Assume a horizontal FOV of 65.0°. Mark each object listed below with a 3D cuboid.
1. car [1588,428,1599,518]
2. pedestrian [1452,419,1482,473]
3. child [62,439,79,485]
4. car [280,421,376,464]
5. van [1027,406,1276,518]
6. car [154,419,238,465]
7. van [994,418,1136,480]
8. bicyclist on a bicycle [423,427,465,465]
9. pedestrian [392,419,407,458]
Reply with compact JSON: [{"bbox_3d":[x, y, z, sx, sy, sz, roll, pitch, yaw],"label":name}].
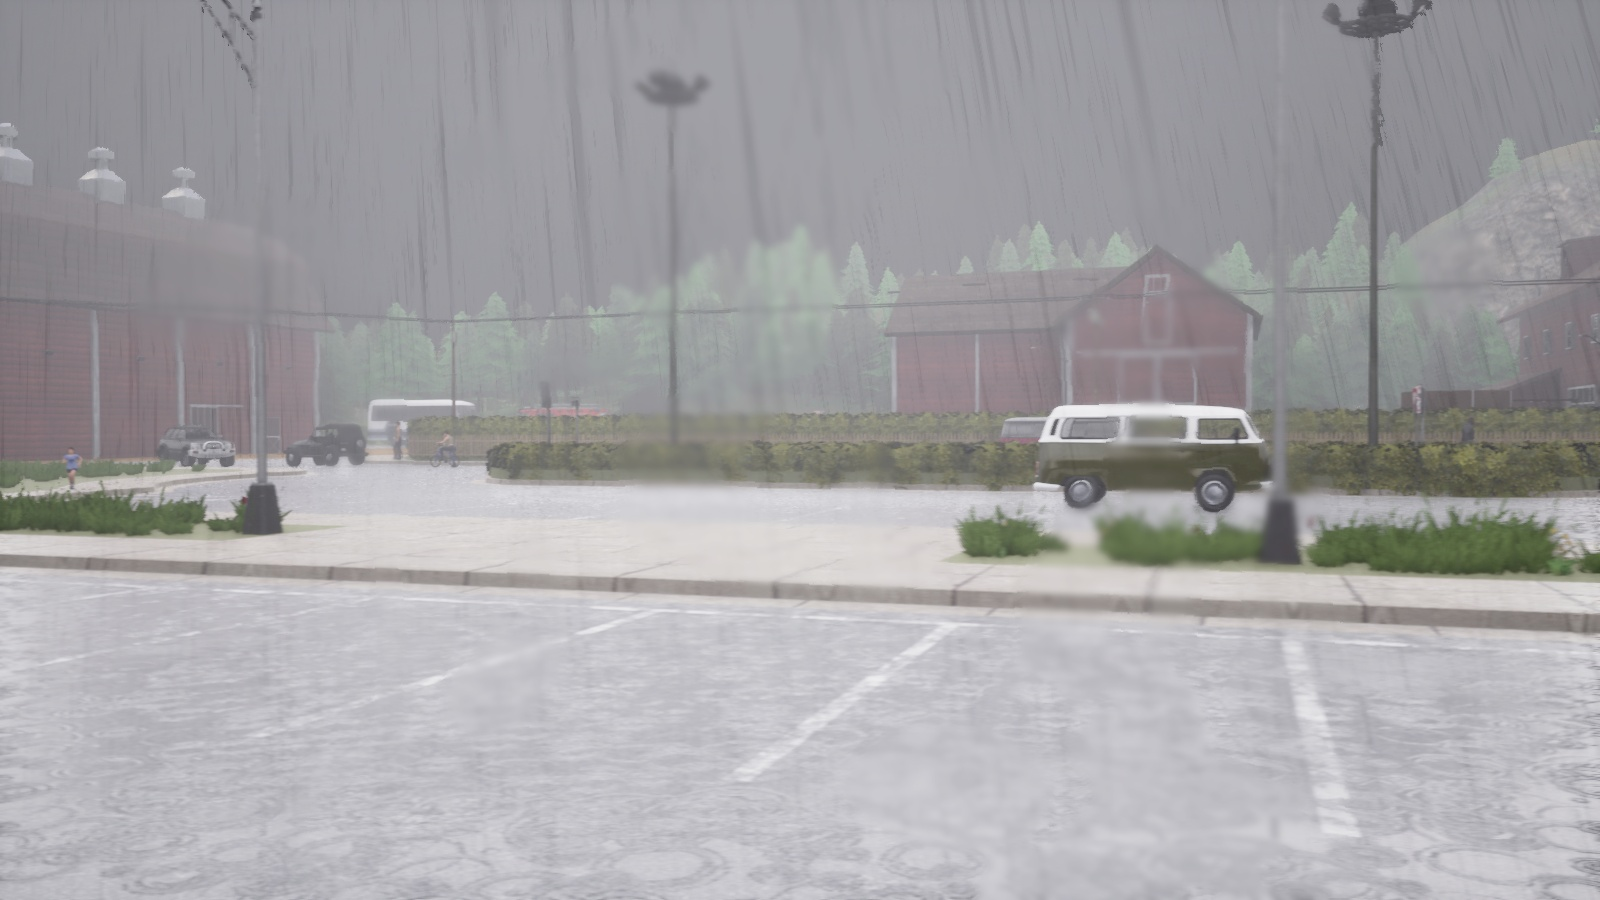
[{"bbox_3d":[16.436,0.434,22.059,3.988,1.617,1.851,0,1,4],"label":"car"},{"bbox_3d":[23.692,-0.143,44.604,0.849,1.883,0.563,1,1,21],"label":"pedestrian"},{"bbox_3d":[-18.050,0.296,31.073,0.255,1.110,0.394,0,1,-11],"label":"child"},{"bbox_3d":[-21.262,-0.364,56.565,3.866,1.878,1.905,1,1,25],"label":"car"},{"bbox_3d":[6.851,0.184,24.505,4.480,2.038,2.069,0,1,19],"label":"van"},{"bbox_3d":[-26.838,-0.388,55.726,1.932,1.855,4.605,-2,3,-45],"label":"car"},{"bbox_3d":[8.884,-0.062,42.098,4.442,1.987,1.775,1,1,19],"label":"van"},{"bbox_3d":[-15.384,-0.165,54.308,1.509,1.612,0.866,1,1,20],"label":"bicyclist on a bicycle"},{"bbox_3d":[-18.972,-0.541,59.432,0.594,1.836,0.345,0,1,-1],"label":"pedestrian"}]
